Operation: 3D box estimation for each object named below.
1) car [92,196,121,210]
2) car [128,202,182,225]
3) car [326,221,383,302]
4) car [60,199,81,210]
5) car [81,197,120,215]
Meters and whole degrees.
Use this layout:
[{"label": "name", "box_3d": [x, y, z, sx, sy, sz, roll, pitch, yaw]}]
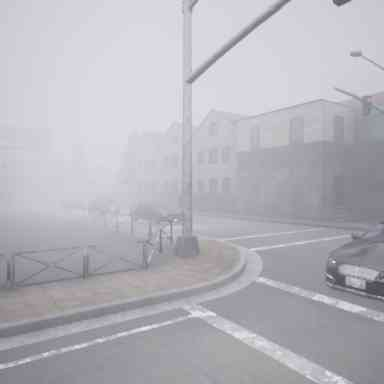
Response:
[{"label": "car", "box_3d": [-10.476, 1.324, 40.454, 1.837, 1.490, 4.892, 0, 0, -35]}, {"label": "car", "box_3d": [-2.549, 1.368, 22.874, 2.033, 1.411, 5.357, 0, 0, -35]}, {"label": "car", "box_3d": [5.005, 1.389, 7.539, 4.902, 1.511, 2.128, 0, 1, -35]}, {"label": "car", "box_3d": [-14.109, 1.421, 39.269, 1.895, 1.301, 4.718, 0, 0, -35]}, {"label": "car", "box_3d": [-8.292, 1.312, 30.995, 2.128, 1.511, 4.902, 0, 0, -35]}]
